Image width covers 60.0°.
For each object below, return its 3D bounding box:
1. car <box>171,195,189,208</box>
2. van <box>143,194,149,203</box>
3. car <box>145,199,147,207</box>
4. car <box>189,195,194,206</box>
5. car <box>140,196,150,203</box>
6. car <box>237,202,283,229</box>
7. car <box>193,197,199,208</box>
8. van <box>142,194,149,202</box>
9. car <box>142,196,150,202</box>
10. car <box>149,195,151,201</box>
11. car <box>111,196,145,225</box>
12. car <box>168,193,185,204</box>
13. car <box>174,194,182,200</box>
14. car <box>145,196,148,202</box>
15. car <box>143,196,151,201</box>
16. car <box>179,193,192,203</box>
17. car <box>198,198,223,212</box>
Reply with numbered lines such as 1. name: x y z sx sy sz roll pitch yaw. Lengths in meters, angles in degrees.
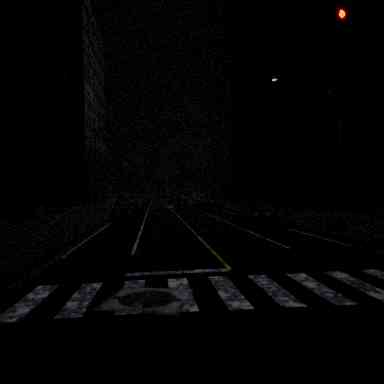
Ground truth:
1. car: -1.621 1.551 48.124 1.994 1.385 4.181 -1 0 -6
2. van: -8.001 1.453 52.349 1.690 1.788 3.998 -1 0 -6
3. car: -6.169 1.684 36.139 1.802 1.307 4.206 -1 0 -6
4. car: 1.082 1.478 47.900 1.887 1.381 4.507 -1 0 -6
5. car: -10.432 1.695 73.963 1.947 1.339 4.313 -1 0 -6
6. car: 4.125 1.359 20.883 1.967 1.590 4.097 -1 0 -6
7. car: 1.691 1.475 42.497 1.887 1.381 4.507 -1 0 -6
8. van: -11.045 1.476 79.366 1.690 1.788 3.998 -1 0 -6
9. car: -11.631 1.665 84.601 1.752 1.417 4.829 -1 0 -6
10. car: -8.605 1.667 57.753 2.008 1.369 4.403 -1 0 -6
11. car: -4.957 1.411 25.332 2.192 1.841 5.009 -1 0 -6
12. car: -3.174 1.220 61.926 2.150 2.045 5.566 -1 0 -7
13. car: -3.791 1.412 91.127 1.967 1.590 4.097 -1 0 -6
14. car: -6.760 1.630 41.374 1.752 1.417 4.829 -1 0 -6
15. car: -12.258 1.712 90.173 1.947 1.339 4.313 -1 0 -6
16. car: -1.358 1.265 69.513 2.192 1.841 5.009 -1 0 -6
17. car: 2.300 1.478 37.093 2.008 1.369 4.403 -1 0 -6
